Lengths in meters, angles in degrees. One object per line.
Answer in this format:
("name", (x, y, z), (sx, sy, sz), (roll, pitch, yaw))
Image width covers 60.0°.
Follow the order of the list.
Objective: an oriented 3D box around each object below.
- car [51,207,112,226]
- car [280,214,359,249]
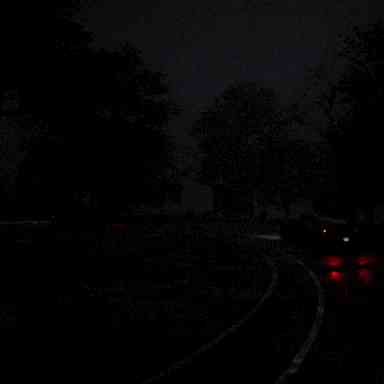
("car", (-9.359, 2.003, 28.160), (5.008, 1.535, 1.882), (-1, -2, 5))
("car", (5.782, 1.728, 15.524), (1.812, 1.442, 4.674), (0, -1, -9))
